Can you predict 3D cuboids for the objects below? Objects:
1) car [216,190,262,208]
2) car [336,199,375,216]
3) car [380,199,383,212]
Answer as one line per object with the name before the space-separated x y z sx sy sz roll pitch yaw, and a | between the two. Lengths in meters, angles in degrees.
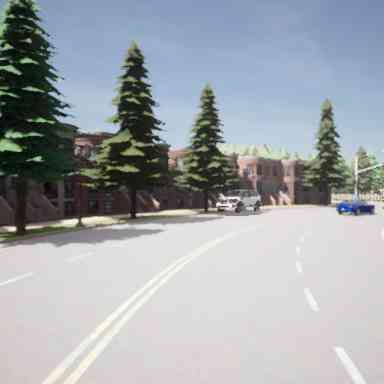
car | 4.482 0.770 31.027 2.150 2.045 5.566 1 0 39
car | 16.174 1.460 32.806 5.008 1.535 1.882 0 0 -38
car | 24.134 1.572 38.139 5.357 1.411 2.033 0 0 -31
